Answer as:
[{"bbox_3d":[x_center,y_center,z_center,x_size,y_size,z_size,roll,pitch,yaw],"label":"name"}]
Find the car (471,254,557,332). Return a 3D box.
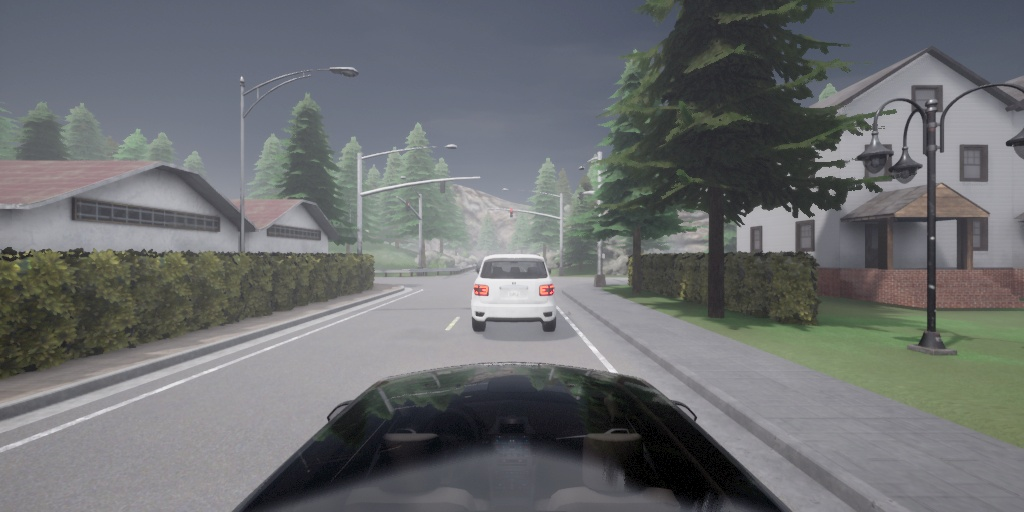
[{"bbox_3d":[0.064,0.971,11.003,2.150,2.045,5.566,0,0,0],"label":"car"}]

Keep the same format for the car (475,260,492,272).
[{"bbox_3d":[-3.601,1.255,46.078,1.837,1.490,4.892,0,0,0],"label":"car"}]

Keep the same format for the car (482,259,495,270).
[{"bbox_3d":[-3.600,1.276,55.315,1.812,1.442,4.674,0,0,0],"label":"car"}]
